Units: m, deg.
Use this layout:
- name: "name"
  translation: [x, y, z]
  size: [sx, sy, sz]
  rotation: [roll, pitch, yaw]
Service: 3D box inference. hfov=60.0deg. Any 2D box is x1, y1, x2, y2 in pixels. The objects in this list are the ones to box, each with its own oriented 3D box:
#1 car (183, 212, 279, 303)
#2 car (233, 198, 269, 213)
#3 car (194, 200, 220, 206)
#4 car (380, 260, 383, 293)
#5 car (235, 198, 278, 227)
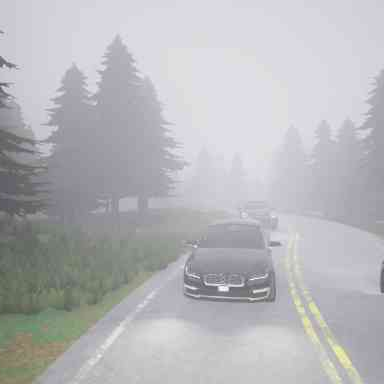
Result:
- name: "car"
  translation: [1.093, 1.496, 8.415]
  size: [1.837, 1.490, 4.892]
  rotation: [-1, 0, 12]
- name: "car"
  translation: [6.211, 1.410, 35.736]
  size: [1.837, 1.490, 4.892]
  rotation: [2, -1, -16]
- name: "car"
  translation: [1.929, 1.799, 44.862]
  size: [1.812, 1.442, 4.674]
  rotation: [3, -5, -35]
- name: "car"
  translation: [4.495, 1.308, 4.644]
  size: [2.097, 1.767, 4.553]
  rotation: [-1, 0, 8]
- name: "car"
  translation: [3.881, 1.270, 20.367]
  size: [2.097, 1.767, 4.553]
  rotation: [-1, 0, 5]
